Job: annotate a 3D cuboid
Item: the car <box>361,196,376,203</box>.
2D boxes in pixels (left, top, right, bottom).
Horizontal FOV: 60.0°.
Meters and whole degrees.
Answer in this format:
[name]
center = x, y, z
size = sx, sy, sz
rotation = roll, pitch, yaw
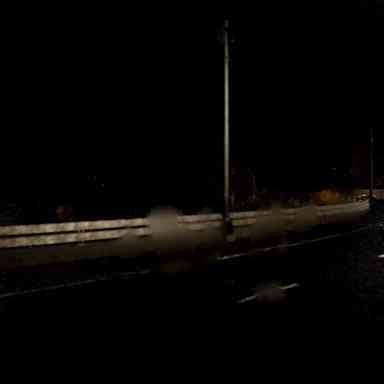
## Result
[car]
center = 38.658, 1.583, 72.912
size = 2.128, 1.511, 4.902
rotation = 0, 0, 9
